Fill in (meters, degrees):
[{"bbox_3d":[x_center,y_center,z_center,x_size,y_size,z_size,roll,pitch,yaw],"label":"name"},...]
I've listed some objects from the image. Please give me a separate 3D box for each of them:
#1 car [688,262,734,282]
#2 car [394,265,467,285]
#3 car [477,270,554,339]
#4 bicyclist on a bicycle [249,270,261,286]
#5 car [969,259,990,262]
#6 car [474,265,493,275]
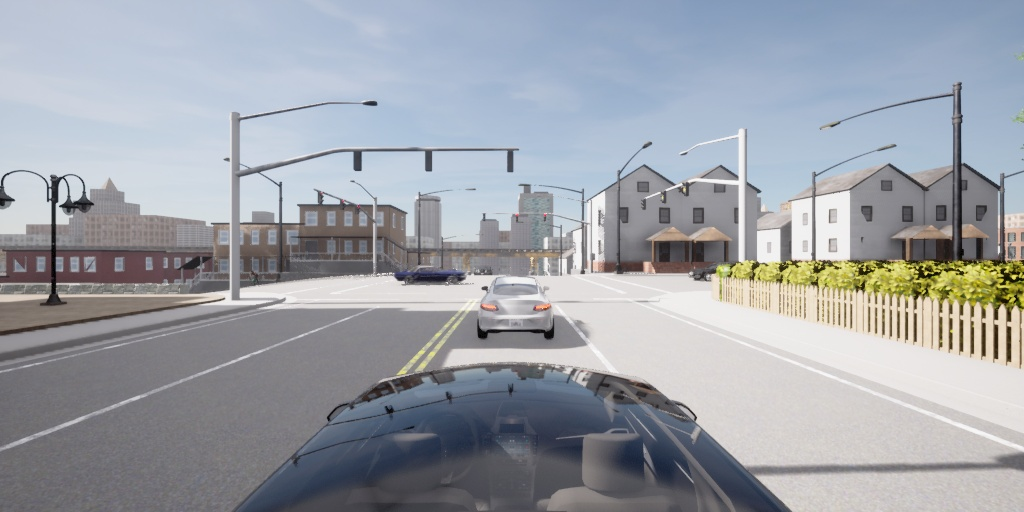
[{"bbox_3d":[16.789,1.255,28.802,4.892,1.490,1.837,0,0,-1],"label":"car"},{"bbox_3d":[-5.537,1.304,24.833,4.718,1.301,1.895,0,0,-1],"label":"car"},{"bbox_3d":[0.099,1.276,9.988,1.812,1.442,4.674,0,0,0],"label":"car"},{"bbox_3d":[-25.575,2.214,35.561,0.582,1.620,1.656,-8,0,0],"label":"bicyclist on a bicycle"},{"bbox_3d":[36.922,1.102,29.022,4.553,1.767,2.097,0,0,-1],"label":"car"},{"bbox_3d":[-3.528,2.162,45.228,2.150,2.045,5.566,0,-9,0],"label":"car"}]
